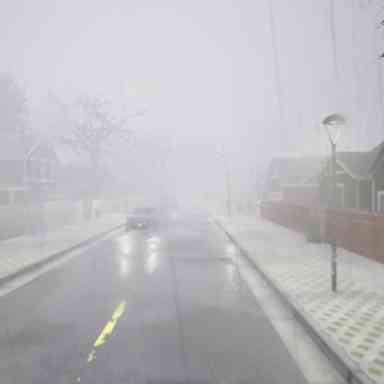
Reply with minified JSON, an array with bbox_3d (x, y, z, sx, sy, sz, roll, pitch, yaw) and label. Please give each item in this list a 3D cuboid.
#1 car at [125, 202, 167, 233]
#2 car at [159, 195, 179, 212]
[{"bbox_3d":[-2.790,1.543,20.204,1.837,1.490,4.892,0,-1,1],"label":"car"},{"bbox_3d":[-2.756,1.387,40.764,2.150,2.045,5.566,0,0,0],"label":"car"}]
